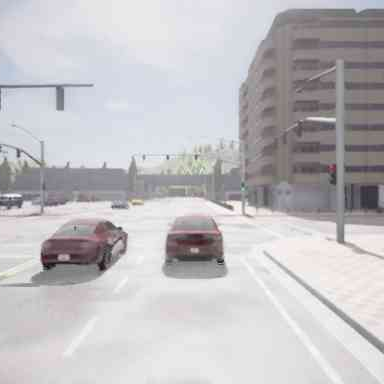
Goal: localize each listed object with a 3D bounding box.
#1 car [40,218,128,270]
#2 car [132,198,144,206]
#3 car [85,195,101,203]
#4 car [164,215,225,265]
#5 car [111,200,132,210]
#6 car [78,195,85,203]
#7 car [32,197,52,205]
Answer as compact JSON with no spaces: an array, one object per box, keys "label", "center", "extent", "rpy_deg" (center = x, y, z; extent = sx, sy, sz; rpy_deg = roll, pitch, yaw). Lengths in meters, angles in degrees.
[{"label":"car","center":[-3.419,1.603,11.195],"extent":[1.812,1.442,4.674],"rpy_deg":[0,0,0]},{"label":"car","center":[-10.529,1.917,64.730],"extent":[1.882,1.535,5.008],"rpy_deg":[0,0,0]},{"label":"car","center":[-24.565,1.722,83.842],"extent":[1.932,1.855,4.605],"rpy_deg":[0,0,0]},{"label":"car","center":[0.087,1.561,12.104],"extent":[1.882,1.535,5.008],"rpy_deg":[0,0,0]},{"label":"car","center":[-10.587,1.896,48.997],"extent":[1.994,1.385,4.181],"rpy_deg":[0,0,0]},{"label":"car","center":[-27.459,1.725,83.906],"extent":[1.905,1.878,3.866],"rpy_deg":[0,0,0]},{"label":"car","center":[-30.223,1.846,66.446],"extent":[1.970,1.475,3.806],"rpy_deg":[0,0,0]}]
